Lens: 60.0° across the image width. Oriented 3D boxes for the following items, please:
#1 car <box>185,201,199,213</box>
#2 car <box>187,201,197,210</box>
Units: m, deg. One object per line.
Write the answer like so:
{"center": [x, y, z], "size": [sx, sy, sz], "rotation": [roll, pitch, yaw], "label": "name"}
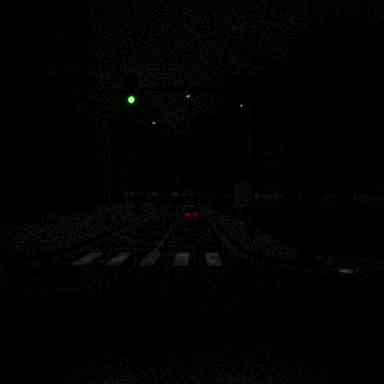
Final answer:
{"center": [0.004, 2.292, 49.737], "size": [2.128, 1.511, 4.902], "rotation": [0, -1, 0], "label": "car"}
{"center": [-0.020, 2.441, 60.155], "size": [1.882, 1.535, 5.008], "rotation": [0, -1, 0], "label": "car"}
